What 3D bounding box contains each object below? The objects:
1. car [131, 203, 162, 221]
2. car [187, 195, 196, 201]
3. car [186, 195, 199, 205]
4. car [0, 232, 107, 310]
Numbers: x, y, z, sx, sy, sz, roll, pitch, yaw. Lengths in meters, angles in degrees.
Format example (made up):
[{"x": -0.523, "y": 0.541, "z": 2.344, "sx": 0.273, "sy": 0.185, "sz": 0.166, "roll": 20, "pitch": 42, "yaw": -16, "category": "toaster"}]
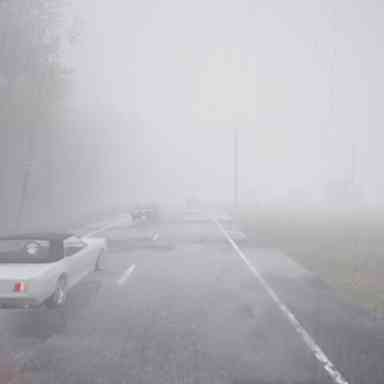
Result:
[{"x": -3.408, "y": 1.501, "z": 25.794, "sx": 1.895, "sy": 1.301, "sz": 4.718, "roll": 0, "pitch": 0, "yaw": 0, "category": "car"}, {"x": -0.014, "y": 1.320, "z": 72.946, "sx": 1.895, "sy": 1.301, "sz": 4.718, "roll": 0, "pitch": 0, "yaw": 0, "category": "car"}, {"x": 0.086, "y": 1.359, "z": 53.794, "sx": 1.994, "sy": 1.385, "sz": 4.181, "roll": 0, "pitch": 0, "yaw": 0, "category": "car"}, {"x": -3.403, "y": 1.570, "z": 7.690, "sx": 1.895, "sy": 1.301, "sz": 4.718, "roll": 0, "pitch": 0, "yaw": 0, "category": "car"}]
